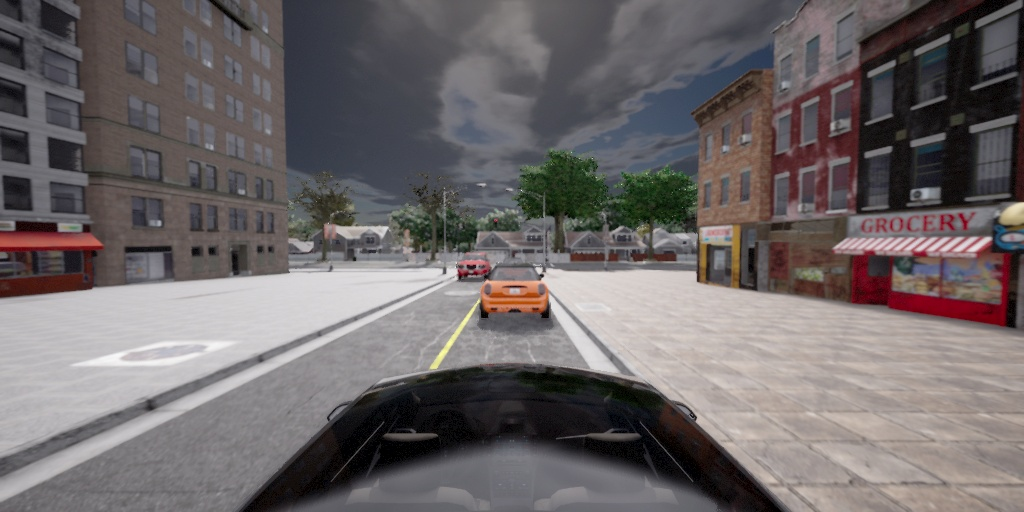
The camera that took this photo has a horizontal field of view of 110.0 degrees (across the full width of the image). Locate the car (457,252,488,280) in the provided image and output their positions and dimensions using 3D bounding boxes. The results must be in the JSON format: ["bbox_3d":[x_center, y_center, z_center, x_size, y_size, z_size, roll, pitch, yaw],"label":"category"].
[{"bbox_3d":[-2.854,0.735,27.873,2.150,2.045,5.566,0,0,0],"label":"car"}]

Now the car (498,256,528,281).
[{"bbox_3d":[0.078,0.867,27.624,2.097,1.767,4.553,0,1,0],"label":"car"}]

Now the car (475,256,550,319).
[{"bbox_3d":[0.085,1.008,12.456,2.097,1.767,4.553,0,0,0],"label":"car"}]
